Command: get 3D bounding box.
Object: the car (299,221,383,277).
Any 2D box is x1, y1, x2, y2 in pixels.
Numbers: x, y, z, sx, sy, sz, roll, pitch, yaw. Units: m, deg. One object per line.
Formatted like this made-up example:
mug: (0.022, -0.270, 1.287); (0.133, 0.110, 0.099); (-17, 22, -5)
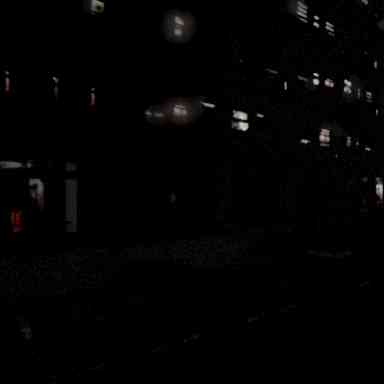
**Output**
car: (5.066, 1.584, 10.167); (4.206, 1.307, 1.802); (0, 0, -36)
